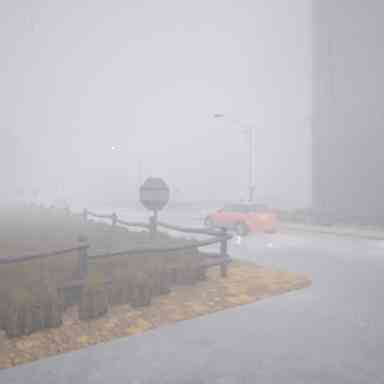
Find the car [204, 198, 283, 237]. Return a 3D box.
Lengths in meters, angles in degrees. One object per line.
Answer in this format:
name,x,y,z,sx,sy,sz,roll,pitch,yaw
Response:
car,2.548,1.360,18.566,2.097,1.767,4.553,0,0,-29

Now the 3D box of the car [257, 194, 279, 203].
car,16.650,1.343,73.276,1.932,1.855,4.605,0,0,-36

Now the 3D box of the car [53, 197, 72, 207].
car,-19.992,1.486,51.177,1.882,1.535,5.008,0,0,-35

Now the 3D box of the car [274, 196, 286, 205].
car,13.137,1.505,54.308,2.242,1.667,4.611,0,0,-36

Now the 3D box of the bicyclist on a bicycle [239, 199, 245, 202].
bicyclist on a bicycle,3.728,1.311,24.538,1.656,1.620,0.582,0,0,-36

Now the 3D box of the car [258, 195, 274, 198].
car,8.788,1.545,45.980,4.674,1.442,1.812,0,0,-36
